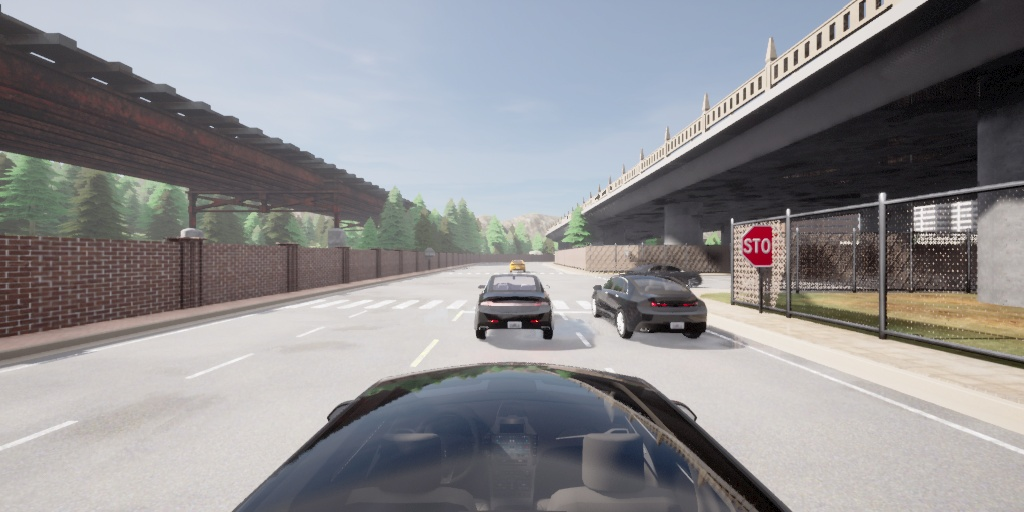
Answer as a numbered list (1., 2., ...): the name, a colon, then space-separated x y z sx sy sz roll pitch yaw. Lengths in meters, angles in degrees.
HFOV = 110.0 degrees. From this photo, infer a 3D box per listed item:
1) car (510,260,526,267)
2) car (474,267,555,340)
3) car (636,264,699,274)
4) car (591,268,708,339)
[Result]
1. car: 0.727 1.228 44.967 1.882 1.535 5.008 0 0 1
2. car: 0.057 1.242 10.000 2.128 1.511 4.902 0 0 0
3. car: 9.575 1.257 22.700 4.892 1.490 1.837 0 -2 -9
4. car: 3.559 1.254 10.127 1.837 1.490 4.892 0 0 0
